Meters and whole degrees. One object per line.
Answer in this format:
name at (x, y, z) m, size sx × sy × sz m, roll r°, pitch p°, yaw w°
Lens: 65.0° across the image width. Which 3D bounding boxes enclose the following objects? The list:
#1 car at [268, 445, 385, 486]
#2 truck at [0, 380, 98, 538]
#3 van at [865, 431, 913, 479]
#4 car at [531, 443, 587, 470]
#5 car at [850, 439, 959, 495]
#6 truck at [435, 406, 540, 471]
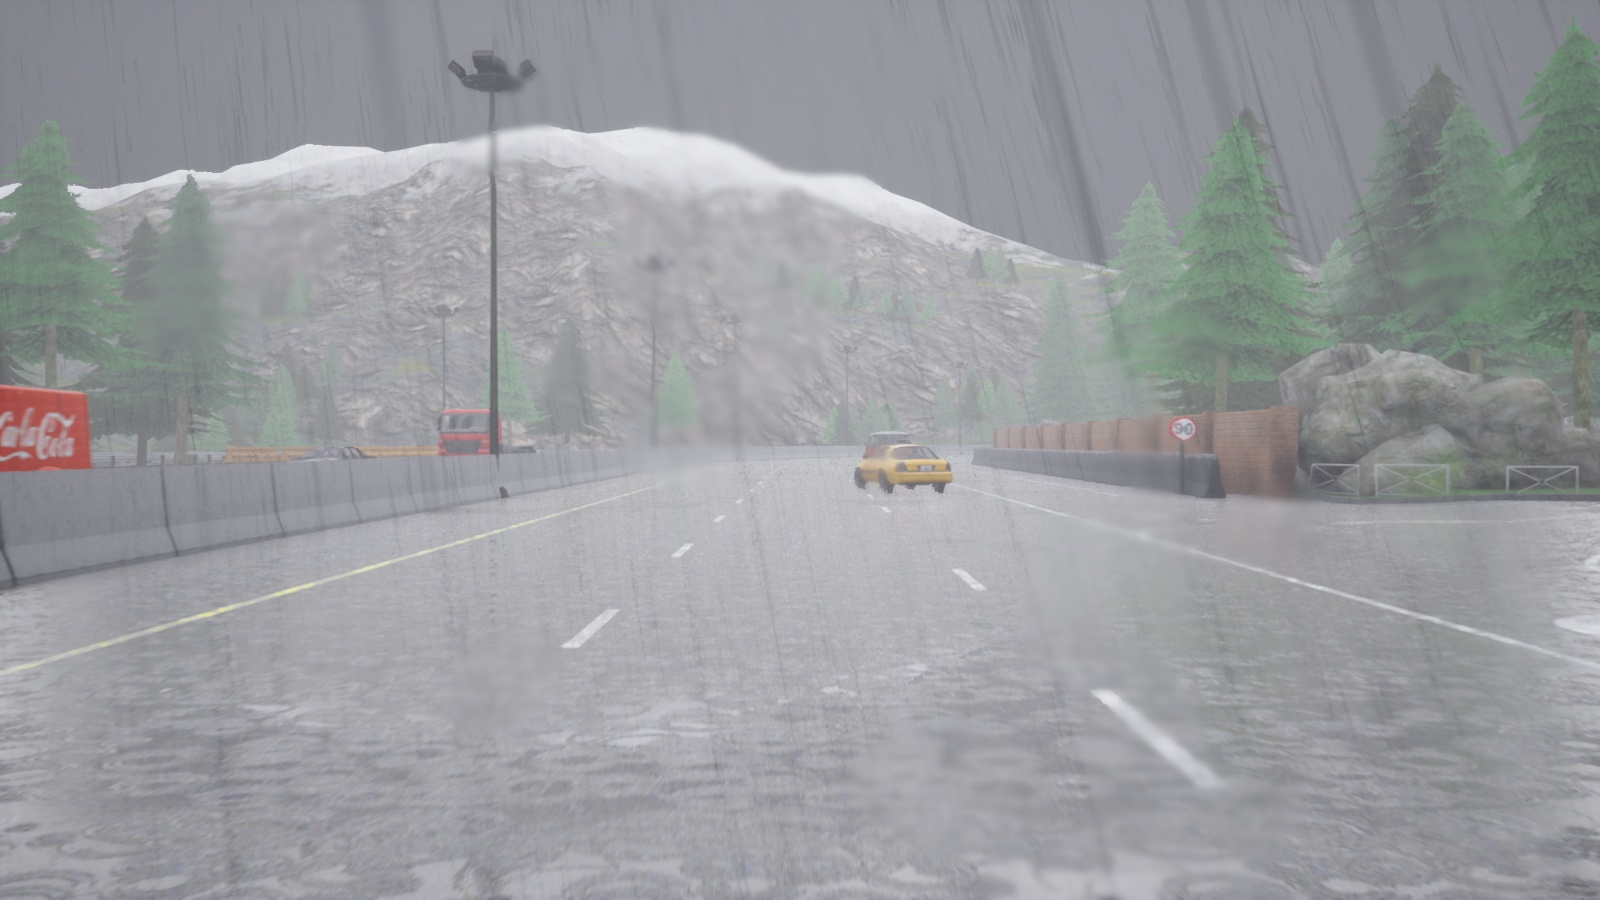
car at (-17.218, 0.521, 46.000) m, size 2.033 × 1.411 × 5.357 m, roll 0°, pitch 0°, yaw 3°
truck at (-13.870, 0.139, 19.836) m, size 2.627 × 2.467 × 5.204 m, roll 0°, pitch 0°, yaw 0°
van at (3.825, 0.197, 54.385) m, size 1.775 × 1.987 × 4.442 m, roll 0°, pitch 0°, yaw 0°
car at (-13.568, 0.336, 70.850) m, size 2.163 × 1.488 × 4.792 m, roll 0°, pitch 0°, yaw 1°
car at (3.059, 0.472, 38.151) m, size 1.801 × 1.575 × 5.366 m, roll 0°, pitch 0°, yaw -12°
truck at (-17.520, -0.649, 70.955) m, size 2.891 × 3.462 × 7.936 m, roll 0°, pitch 0°, yaw 9°
